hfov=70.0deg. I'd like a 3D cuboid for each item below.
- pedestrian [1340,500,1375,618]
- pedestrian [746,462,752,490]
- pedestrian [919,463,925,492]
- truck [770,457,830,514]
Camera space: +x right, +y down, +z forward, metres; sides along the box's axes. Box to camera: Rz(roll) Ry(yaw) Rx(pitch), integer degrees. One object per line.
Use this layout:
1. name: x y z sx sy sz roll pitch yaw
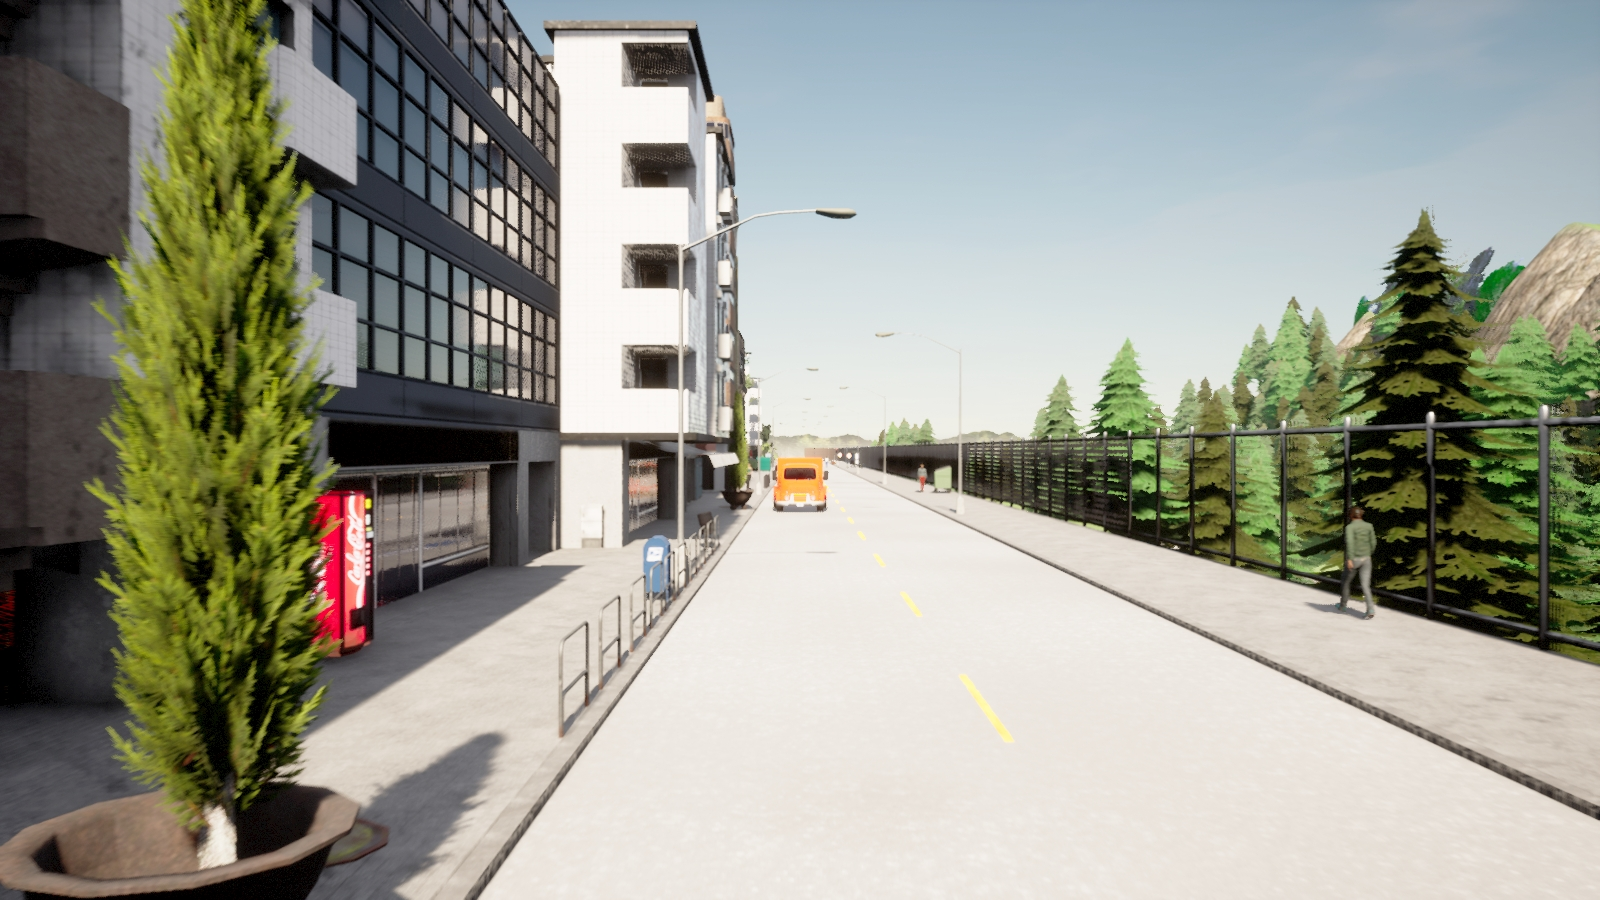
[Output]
1. pedestrian: 8.979 1.742 18.396 0.375 1.860 0.375 0 0 -3
2. pedestrian: -3.420 1.735 76.212 0.375 1.860 0.375 0 0 -4
3. pedestrian: 7.661 1.736 71.886 0.375 1.860 0.375 0 0 2
4. truck: -0.002 1.561 52.582 2.627 2.467 5.204 0 0 0
